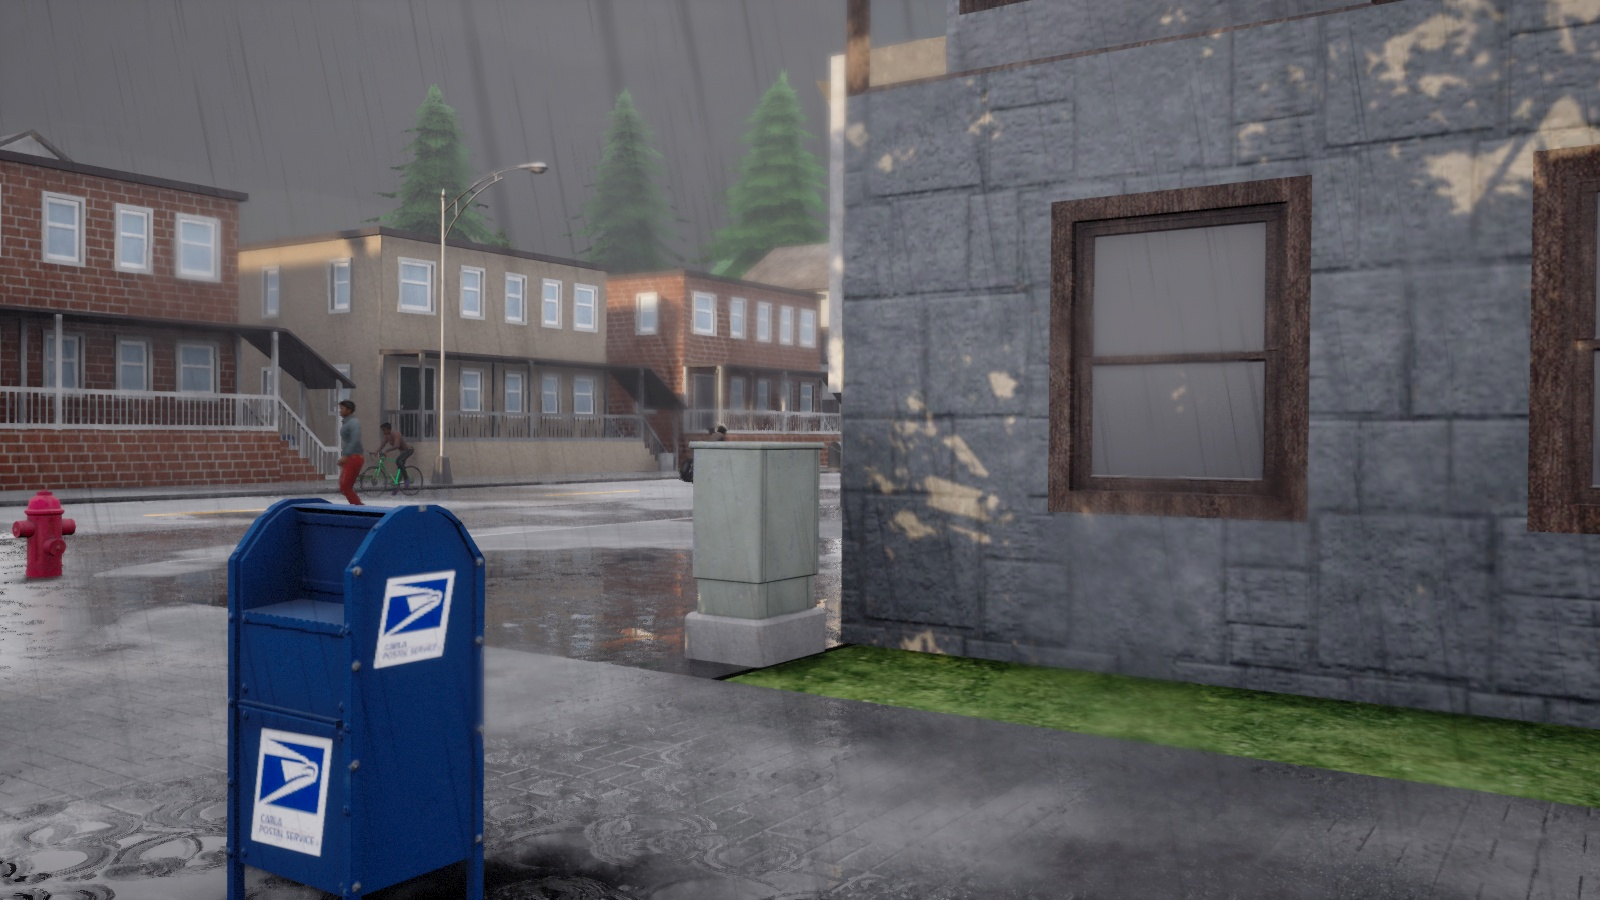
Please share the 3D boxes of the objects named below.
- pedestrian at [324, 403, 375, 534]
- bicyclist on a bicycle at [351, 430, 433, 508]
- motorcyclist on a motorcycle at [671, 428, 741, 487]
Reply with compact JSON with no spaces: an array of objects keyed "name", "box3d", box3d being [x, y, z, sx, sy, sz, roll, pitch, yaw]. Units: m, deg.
[{"name":"pedestrian","box3d":[-6.481,0.253,18.050,0.614,1.847,0.353,-1,1,-30]},{"name":"bicyclist on a bicycle","box3d":[-8.890,0.390,27.422,0.582,1.620,1.656,0,1,35]},{"name":"motorcyclist on a motorcycle","box3d":[-2.735,0.204,36.840,0.766,1.649,2.350,0,1,34]}]
